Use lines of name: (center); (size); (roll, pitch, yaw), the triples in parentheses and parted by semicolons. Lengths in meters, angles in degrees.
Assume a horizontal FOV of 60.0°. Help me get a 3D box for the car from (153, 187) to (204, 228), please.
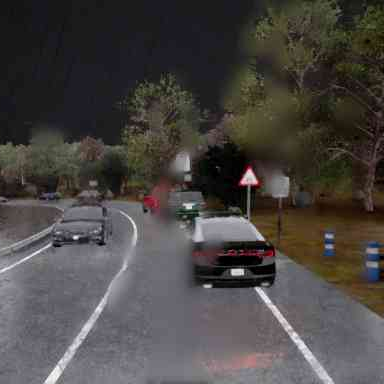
car: (-0.721, 0.799, 19.272); (2.150, 2.045, 5.566); (-1, 2, -12)

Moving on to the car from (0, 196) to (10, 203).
car: (-33.433, 1.419, 57.476); (4.181, 1.385, 1.994); (-3, 4, 32)

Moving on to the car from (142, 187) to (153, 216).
car: (-2.369, 0.636, 25.322); (2.150, 2.045, 5.566); (-2, 2, -18)

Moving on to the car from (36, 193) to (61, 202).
car: (-23.796, 0.861, 54.970); (4.718, 1.301, 1.895); (-2, 4, 38)

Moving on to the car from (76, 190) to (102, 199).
car: (-13.997, 0.494, 44.940); (2.097, 1.767, 4.553); (-5, 3, -39)

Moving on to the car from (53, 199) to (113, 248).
car: (-4.386, 1.286, 13.916); (1.837, 1.490, 4.892); (0, 1, -9)

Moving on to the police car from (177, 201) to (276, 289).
police car: (0.716, 1.291, 9.053); (1.930, 1.638, 5.238); (0, 2, -4)
